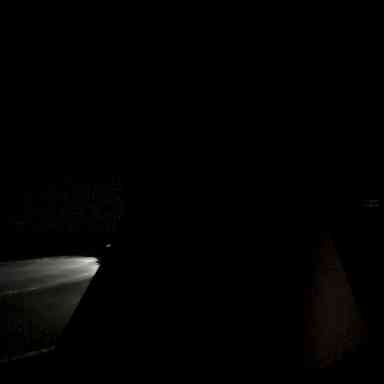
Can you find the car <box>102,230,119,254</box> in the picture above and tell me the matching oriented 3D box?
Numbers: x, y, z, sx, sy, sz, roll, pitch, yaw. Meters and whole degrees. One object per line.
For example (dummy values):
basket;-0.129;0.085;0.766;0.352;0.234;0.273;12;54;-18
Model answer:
car;-1.031;1.544;11.852;4.181;1.385;1.994;0;0;-35
